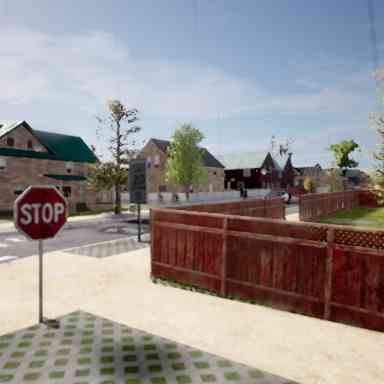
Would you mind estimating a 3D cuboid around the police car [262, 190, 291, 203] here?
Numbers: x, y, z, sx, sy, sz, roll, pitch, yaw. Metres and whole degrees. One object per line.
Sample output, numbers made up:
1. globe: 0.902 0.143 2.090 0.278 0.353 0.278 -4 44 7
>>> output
1. police car: 9.556 0.593 37.693 2.038 1.542 4.974 -1 1 36
